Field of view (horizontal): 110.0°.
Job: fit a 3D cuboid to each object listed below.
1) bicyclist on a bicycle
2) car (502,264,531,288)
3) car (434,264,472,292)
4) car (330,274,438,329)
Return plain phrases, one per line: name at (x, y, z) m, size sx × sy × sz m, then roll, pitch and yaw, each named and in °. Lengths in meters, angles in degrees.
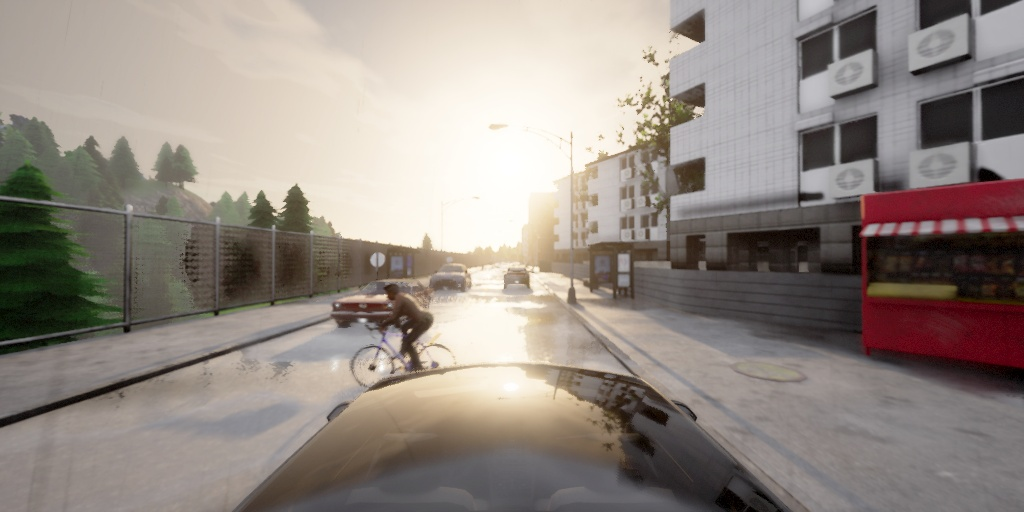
bicyclist on a bicycle at (-1.676, 1.240, 5.527) m, size 1.656 × 1.620 × 0.582 m, roll -1°, pitch -1°, yaw 1°
car at (0.356, 1.514, 26.713) m, size 1.837 × 1.490 × 4.892 m, roll 0°, pitch -1°, yaw 1°
car at (-3.861, 1.324, 23.253) m, size 2.097 × 1.767 × 4.553 m, roll 0°, pitch -1°, yaw 1°
car at (-3.999, 1.455, 11.867) m, size 1.895 × 1.301 × 4.718 m, roll 0°, pitch -1°, yaw 1°
